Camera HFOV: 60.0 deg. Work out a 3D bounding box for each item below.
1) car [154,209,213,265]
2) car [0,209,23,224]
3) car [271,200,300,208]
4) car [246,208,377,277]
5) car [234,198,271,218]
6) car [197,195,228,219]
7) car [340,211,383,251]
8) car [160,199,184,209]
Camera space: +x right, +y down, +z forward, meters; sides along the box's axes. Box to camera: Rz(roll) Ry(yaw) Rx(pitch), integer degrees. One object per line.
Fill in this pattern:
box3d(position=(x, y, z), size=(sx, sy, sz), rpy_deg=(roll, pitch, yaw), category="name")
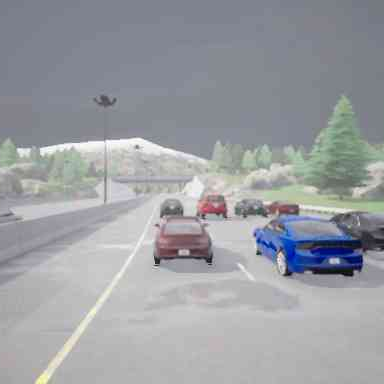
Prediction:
box3d(position=(-0.347, 1.538, 11.664), size=(1.812, 1.442, 4.674), rpy_deg=(0, 0, -3), category="car")
box3d(position=(-11.584, 1.646, 19.042), size=(1.895, 1.301, 4.718), rpy_deg=(0, 0, -5), category="car")
box3d(position=(8.571, 1.488, 31.773), size=(1.882, 1.535, 5.008), rpy_deg=(0, 0, -5), category="car")
box3d(position=(3.237, 1.480, 10.312), size=(1.882, 1.535, 5.008), rpy_deg=(0, 0, -3), category="car")
box3d(position=(5.198, 1.368, 30.149), size=(2.097, 1.767, 4.553), rpy_deg=(0, 0, -5), category="car")
box3d(position=(1.731, 1.245, 29.679), size=(2.150, 2.045, 5.566), rpy_deg=(0, 0, -5), category="car")
box3d(position=(6.566, 1.502, 13.188), size=(1.837, 1.490, 4.892), rpy_deg=(0, 0, -3), category="car")
box3d(position=(-1.866, 1.385, 30.576), size=(2.097, 1.767, 4.553), rpy_deg=(0, 0, -5), category="car")
